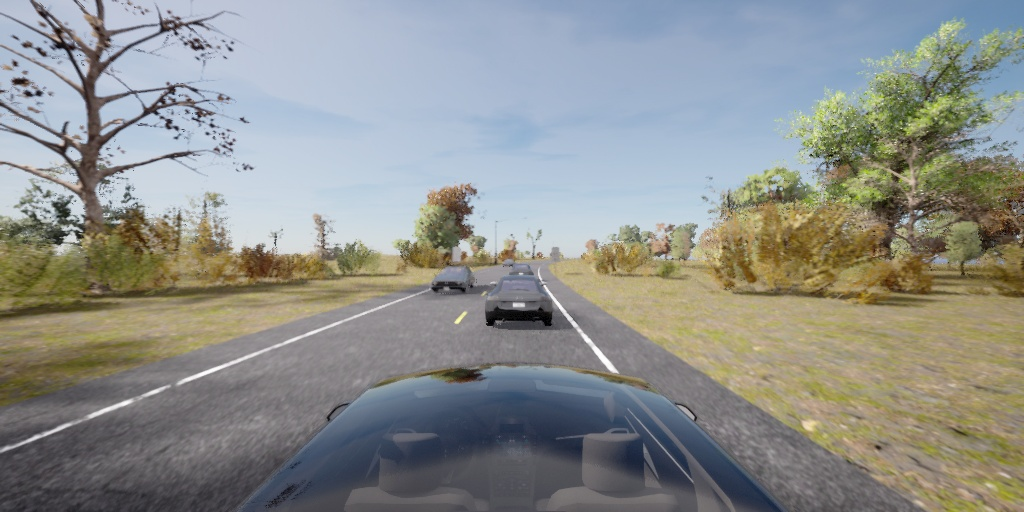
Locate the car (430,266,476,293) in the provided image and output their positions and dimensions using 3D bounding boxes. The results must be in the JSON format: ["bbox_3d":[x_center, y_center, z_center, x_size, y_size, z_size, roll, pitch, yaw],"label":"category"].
[{"bbox_3d":[-3.267,1.302,20.995,2.033,1.411,5.357,0,0,2],"label":"car"}]

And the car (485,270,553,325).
[{"bbox_3d":[0.225,1.317,11.861,1.994,1.385,4.181,0,0,1],"label":"car"}]

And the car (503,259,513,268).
[{"bbox_3d":[-0.486,1.277,62.457,1.812,1.442,4.674,0,0,6],"label":"car"}]

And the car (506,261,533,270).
[{"bbox_3d":[0.788,1.321,29.402,1.994,1.385,4.181,0,0,3],"label":"car"}]
